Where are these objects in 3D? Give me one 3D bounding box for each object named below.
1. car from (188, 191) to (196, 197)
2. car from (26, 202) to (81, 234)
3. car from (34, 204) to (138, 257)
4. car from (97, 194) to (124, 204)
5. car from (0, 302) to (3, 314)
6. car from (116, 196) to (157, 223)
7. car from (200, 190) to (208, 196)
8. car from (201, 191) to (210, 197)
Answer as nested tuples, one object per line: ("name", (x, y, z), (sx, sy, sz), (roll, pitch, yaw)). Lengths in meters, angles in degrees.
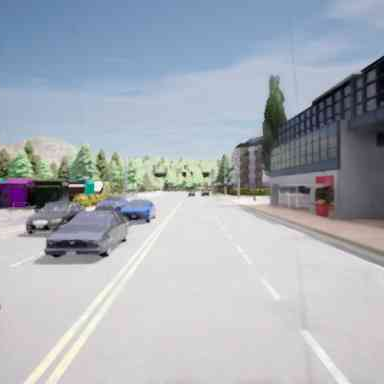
("car", (-0.021, 0.489, 84.919), (2.128, 1.511, 4.902), (0, 1, 0))
("car", (-7.109, 1.314, 17.966), (2.128, 1.511, 4.902), (0, 1, 0))
("car", (-3.616, 1.414, 12.609), (2.033, 1.411, 5.357), (0, 1, 0))
("car", (-7.058, 1.029, 29.883), (2.097, 1.767, 4.553), (0, 1, 0))
("car", (-3.590, 1.539, 2.340), (2.033, 1.411, 5.357), (0, 1, 0))
("car", (-3.598, 1.217, 23.092), (1.882, 1.535, 5.008), (0, 1, 0))
("car", (3.478, 0.289, 94.922), (2.033, 1.411, 5.357), (0, 1, 0))
("car", (3.479, 0.447, 84.533), (1.837, 1.490, 4.892), (0, 1, 0))
